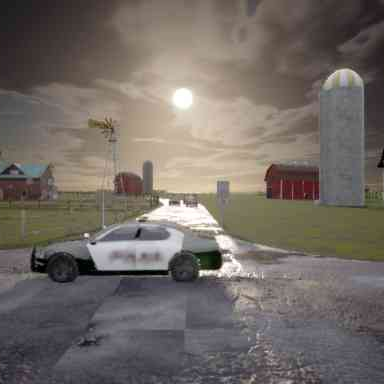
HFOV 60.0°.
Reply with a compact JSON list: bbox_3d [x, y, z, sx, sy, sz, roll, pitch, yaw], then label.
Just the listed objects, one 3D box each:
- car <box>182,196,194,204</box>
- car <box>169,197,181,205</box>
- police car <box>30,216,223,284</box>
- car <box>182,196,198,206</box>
[{"bbox_3d":[-0.748,1.525,64.117,1.837,1.490,4.892,0,0,-6],"label":"car"},{"bbox_3d":[-3.019,1.588,58.105,1.994,1.385,4.181,0,0,-2],"label":"car"},{"bbox_3d":[-1.687,1.496,9.081,4.974,1.542,2.038,0,0,0],"label":"police car"},{"bbox_3d":[-0.080,1.518,54.009,2.128,1.511,4.902,0,0,-2],"label":"car"}]
